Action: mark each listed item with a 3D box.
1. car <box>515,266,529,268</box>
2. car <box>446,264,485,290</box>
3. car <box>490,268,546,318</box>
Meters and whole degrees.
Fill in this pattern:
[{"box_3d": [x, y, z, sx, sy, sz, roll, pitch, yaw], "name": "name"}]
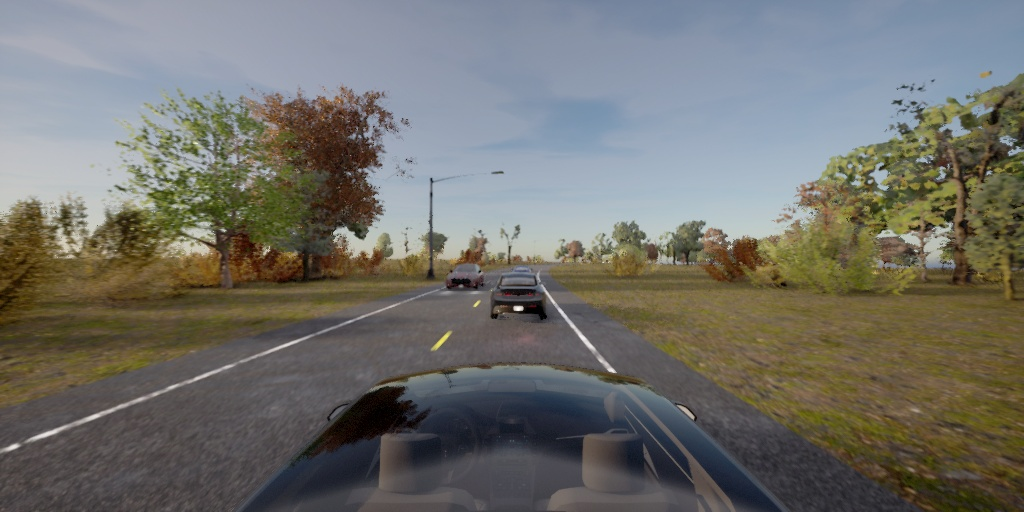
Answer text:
[{"box_3d": [0.927, 1.604, 33.040, 1.812, 1.442, 4.674, 0, 0, 3], "name": "car"}, {"box_3d": [-3.127, 1.341, 24.742, 2.097, 1.767, 4.553, 0, -1, 2], "name": "car"}, {"box_3d": [0.239, 1.381, 13.524, 1.837, 1.490, 4.892, 0, 0, 1], "name": "car"}]
